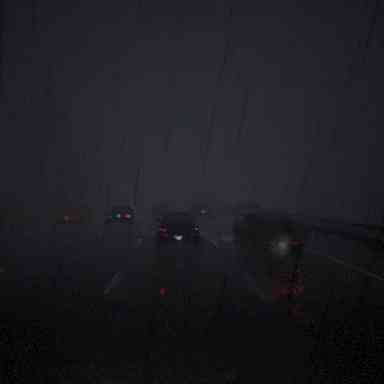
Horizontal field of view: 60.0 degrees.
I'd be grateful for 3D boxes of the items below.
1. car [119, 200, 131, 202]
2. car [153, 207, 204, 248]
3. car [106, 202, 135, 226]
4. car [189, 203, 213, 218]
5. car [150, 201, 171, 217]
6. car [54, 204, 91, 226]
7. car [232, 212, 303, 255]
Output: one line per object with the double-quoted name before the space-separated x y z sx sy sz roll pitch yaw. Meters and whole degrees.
"car" -8.311 1.715 40.954 1.882 1.535 5.008 0 0 -13
"car" -0.707 1.612 15.268 1.812 1.442 4.674 0 0 -5
"car" -5.318 1.692 25.063 2.033 1.411 5.357 0 0 -8
"car" 0.683 1.739 31.686 1.994 1.385 4.181 0 0 -9
"car" -3.140 1.666 33.251 1.882 1.535 5.008 0 0 -10
"car" -8.880 1.627 25.054 1.882 1.535 5.008 0 0 -8
"car" 2.923 1.578 13.703 1.837 1.490 4.892 0 0 -4
